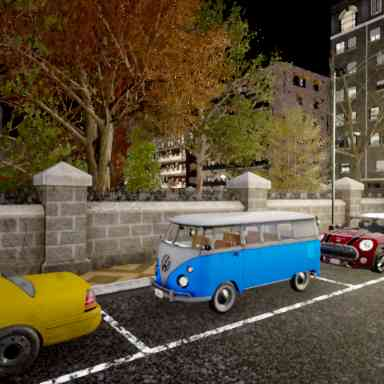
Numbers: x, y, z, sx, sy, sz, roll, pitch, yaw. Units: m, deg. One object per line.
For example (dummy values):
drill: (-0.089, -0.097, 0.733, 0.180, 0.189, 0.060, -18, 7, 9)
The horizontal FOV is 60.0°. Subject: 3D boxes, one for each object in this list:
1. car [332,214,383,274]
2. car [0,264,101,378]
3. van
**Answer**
car: (5.678, 1.440, 10.583, 4.097, 1.590, 1.967, 0, 1, -35)
car: (-3.608, 1.525, 3.976, 4.829, 1.417, 1.752, 0, 1, -35)
van: (1.106, 1.341, 7.327, 3.998, 1.788, 1.690, 0, 1, -35)
